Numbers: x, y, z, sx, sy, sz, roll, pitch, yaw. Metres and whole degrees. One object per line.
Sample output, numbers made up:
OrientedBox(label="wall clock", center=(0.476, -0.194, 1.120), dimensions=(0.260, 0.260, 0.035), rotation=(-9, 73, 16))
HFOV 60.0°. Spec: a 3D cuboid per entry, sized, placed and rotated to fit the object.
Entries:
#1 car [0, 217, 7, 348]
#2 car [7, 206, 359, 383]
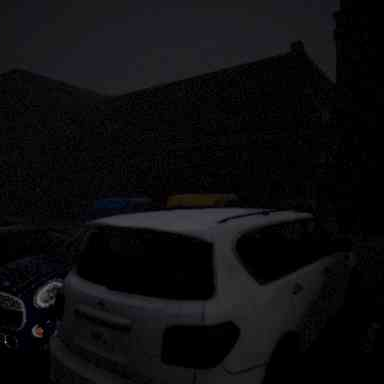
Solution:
OrientedBox(label="car", center=(-1.460, 1.353, 6.434), dimensions=(2.185, 1.767, 4.553), rotation=(0, 0, 35))
OrientedBox(label="car", center=(0.828, 1.227, 4.798), dimensions=(2.435, 2.045, 5.566), rotation=(0, 0, 35))
